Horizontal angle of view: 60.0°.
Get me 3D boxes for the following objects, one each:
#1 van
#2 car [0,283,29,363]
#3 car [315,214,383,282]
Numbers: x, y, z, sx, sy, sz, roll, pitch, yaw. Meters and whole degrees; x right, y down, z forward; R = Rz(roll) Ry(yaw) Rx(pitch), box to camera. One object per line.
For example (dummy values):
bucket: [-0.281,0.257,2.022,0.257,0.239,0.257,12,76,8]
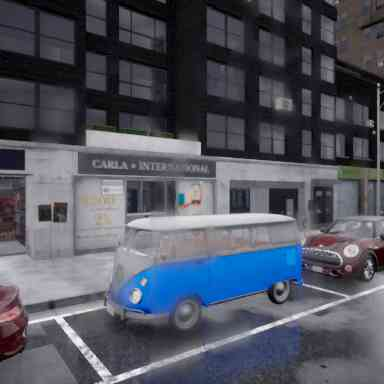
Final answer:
van: [0.416,1.341,6.494,3.998,1.788,1.690,0,0,-36]
car: [-3.983,1.582,3.340,4.206,1.307,1.802,0,0,-36]
car: [4.815,1.440,9.648,4.097,1.590,1.967,0,0,-36]
